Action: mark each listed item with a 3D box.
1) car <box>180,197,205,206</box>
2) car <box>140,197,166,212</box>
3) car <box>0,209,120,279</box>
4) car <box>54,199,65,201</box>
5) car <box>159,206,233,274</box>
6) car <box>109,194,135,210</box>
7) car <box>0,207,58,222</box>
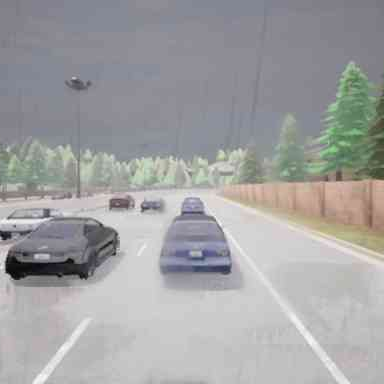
[{"bbox_3d":[0.047,1.120,26.363,2.033,1.411,5.357,0,1,0],"label":"car"},{"bbox_3d":[-3.461,1.107,30.436,1.895,1.301,4.718,0,1,0],"label":"car"},{"bbox_3d":[-3.421,1.408,9.582,1.994,1.385,4.181,0,1,0],"label":"car"},{"bbox_3d":[-21.149,0.609,54.533,2.128,1.511,4.902,0,1,0],"label":"car"},{"bbox_3d":[0.078,1.385,9.930,2.033,1.411,5.357,0,1,0],"label":"car"},{"bbox_3d":[-6.967,0.934,33.522,1.882,1.535,5.008,0,1,0],"label":"car"},{"bbox_3d":[-6.932,1.352,15.294,1.895,1.301,4.718,0,1,0],"label":"car"}]
